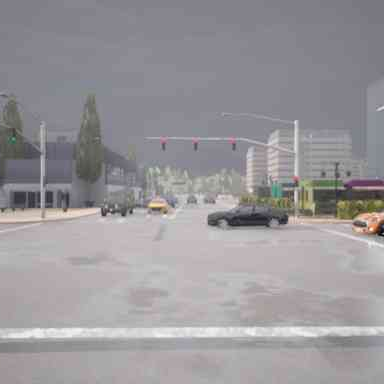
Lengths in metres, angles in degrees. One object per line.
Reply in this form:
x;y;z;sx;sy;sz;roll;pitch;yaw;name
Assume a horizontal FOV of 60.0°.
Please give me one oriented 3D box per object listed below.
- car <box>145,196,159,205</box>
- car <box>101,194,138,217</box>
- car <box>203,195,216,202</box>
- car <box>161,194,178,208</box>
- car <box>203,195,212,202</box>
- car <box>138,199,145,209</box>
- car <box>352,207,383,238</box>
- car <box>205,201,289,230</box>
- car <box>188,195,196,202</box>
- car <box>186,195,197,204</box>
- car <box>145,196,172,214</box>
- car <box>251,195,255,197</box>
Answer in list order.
-7.073;1.518;59.657;1.882;1.535;5.008;0;0;0;car
-7.123;1.243;32.242;2.150;2.045;5.566;0;0;1;car
3.492;1.534;63.736;2.128;1.511;4.902;0;0;0;car
-3.594;1.250;48.414;2.150;2.045;5.566;0;0;-1;car
3.491;1.446;74.011;1.812;1.442;4.674;0;0;0;car
-7.099;1.594;45.186;1.994;1.385;4.181;0;0;0;car
10.819;1.363;17.275;4.553;1.767;2.097;0;0;-4;car
3.468;1.492;20.873;5.008;1.535;1.882;-1;0;0;car
-0.009;1.422;74.009;1.837;1.490;4.892;0;0;0;car
-0.008;1.534;63.735;2.128;1.511;4.902;0;0;0;car
-3.596;1.502;36.171;1.882;1.535;5.008;0;0;0;car
17.758;1.210;86.906;4.605;1.855;1.932;0;0;-2;car
